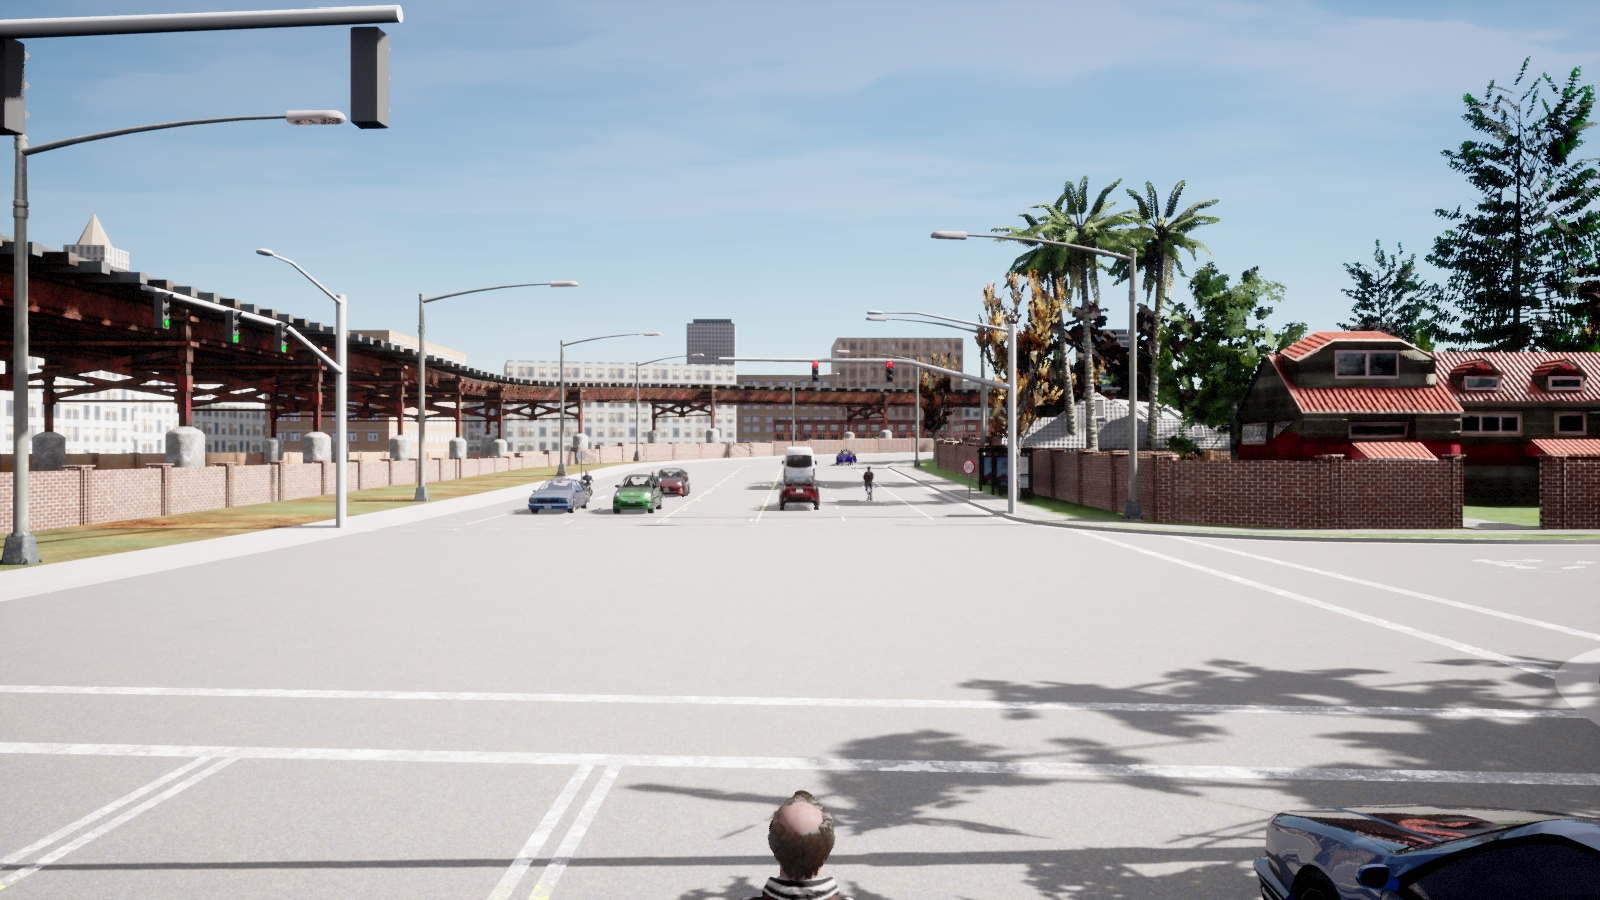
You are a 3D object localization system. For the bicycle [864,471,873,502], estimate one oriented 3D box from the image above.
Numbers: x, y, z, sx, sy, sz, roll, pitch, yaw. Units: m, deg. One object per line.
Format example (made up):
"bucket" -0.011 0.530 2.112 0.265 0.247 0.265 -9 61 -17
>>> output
"bicycle" 3.479 1.830 57.890 0.329 1.496 1.835 0 1 0

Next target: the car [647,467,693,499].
"car" -7.042 1.763 62.374 2.007 1.525 4.514 0 1 0

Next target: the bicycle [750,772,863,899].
"bicycle" 0.019 2.048 3.681 0.329 1.496 1.835 0 0 0

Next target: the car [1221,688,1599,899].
"car" 3.467 2.106 4.038 2.033 1.411 5.357 0 0 1

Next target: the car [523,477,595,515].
"car" -10.533 1.979 50.381 2.033 1.411 5.357 0 1 0

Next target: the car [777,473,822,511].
"car" -0.031 1.881 52.640 2.007 1.525 4.514 0 1 0

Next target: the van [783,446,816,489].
"van" -0.036 1.073 73.214 1.988 2.561 5.915 0 1 0

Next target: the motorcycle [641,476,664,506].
"motorcycle" -7.053 1.947 54.746 0.856 1.341 1.805 0 1 0

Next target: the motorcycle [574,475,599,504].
"motorcycle" -10.476 1.934 56.002 0.856 1.341 1.805 0 1 1

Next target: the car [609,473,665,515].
"car" -7.031 1.877 49.699 1.851 1.617 3.988 0 1 0
